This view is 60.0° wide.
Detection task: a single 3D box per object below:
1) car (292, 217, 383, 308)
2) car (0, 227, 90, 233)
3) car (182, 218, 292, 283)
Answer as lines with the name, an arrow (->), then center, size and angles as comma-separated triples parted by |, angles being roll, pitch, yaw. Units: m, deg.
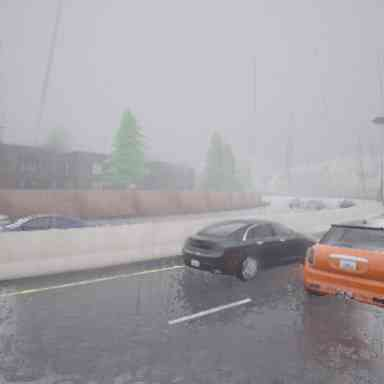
car -> 4.563, 1.392, 7.603 | 4.553, 1.767, 2.097 | 0, 0, -40
car -> -6.012, 1.583, 12.787 | 4.674, 1.442, 1.812 | 0, 0, -38
car -> 1.947, 1.555, 9.961 | 4.892, 1.490, 1.837 | 0, 0, -40
